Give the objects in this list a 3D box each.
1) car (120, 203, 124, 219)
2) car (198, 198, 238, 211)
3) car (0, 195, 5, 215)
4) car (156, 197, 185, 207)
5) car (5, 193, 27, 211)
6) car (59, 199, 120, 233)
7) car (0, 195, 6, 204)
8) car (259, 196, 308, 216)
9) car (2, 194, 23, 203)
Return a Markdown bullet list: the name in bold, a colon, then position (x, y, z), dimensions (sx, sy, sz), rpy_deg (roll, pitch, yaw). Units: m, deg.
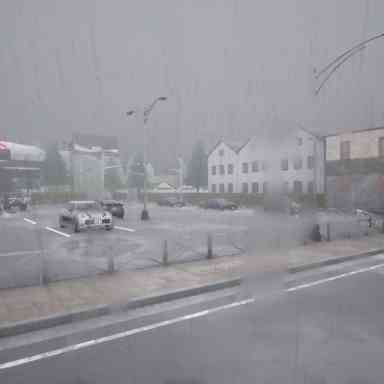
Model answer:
- **car**: position (-6.783, 1.313, 25.511), dimensions (2.007, 1.523, 4.514), rpy_deg (0, 0, -36)
- **car**: position (2.892, 1.371, 38.341), dimensions (2.033, 1.411, 5.357), rpy_deg (0, 0, -36)
- **car**: position (-18.256, 1.113, 29.604), dimensions (1.932, 1.855, 4.605), rpy_deg (0, 0, -36)
- **car**: position (-3.111, 1.371, 46.836), dimensions (2.033, 1.411, 5.357), rpy_deg (0, 0, -35)
- **car**: position (-20.168, 1.092, 37.914), dimensions (1.905, 1.878, 3.866), rpy_deg (0, 0, -36)
- **car**: position (-5.654, 1.248, 17.647), dimensions (1.970, 1.475, 3.806), rpy_deg (0, 0, -36)
- **car**: position (-39.529, 1.495, 65.869), dimensions (4.611, 1.667, 2.242), rpy_deg (0, 0, -36)
- **car**: position (8.427, 1.176, 30.575), dimensions (2.097, 1.767, 4.553), rpy_deg (0, 0, -35)
- **car**: position (-39.301, 1.328, 72.998), dimensions (3.866, 1.878, 1.905), rpy_deg (0, 0, -36)
